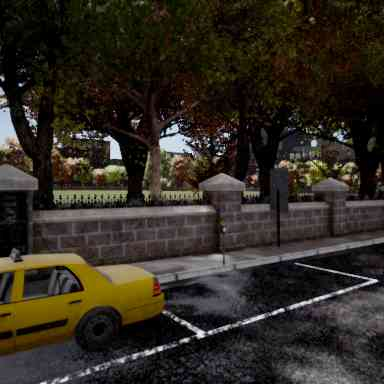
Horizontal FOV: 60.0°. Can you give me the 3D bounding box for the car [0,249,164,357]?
[{"bbox_3d":[-2.735,1.525,4.609,4.829,1.417,1.752,0,0,-35],"label":"car"}]
